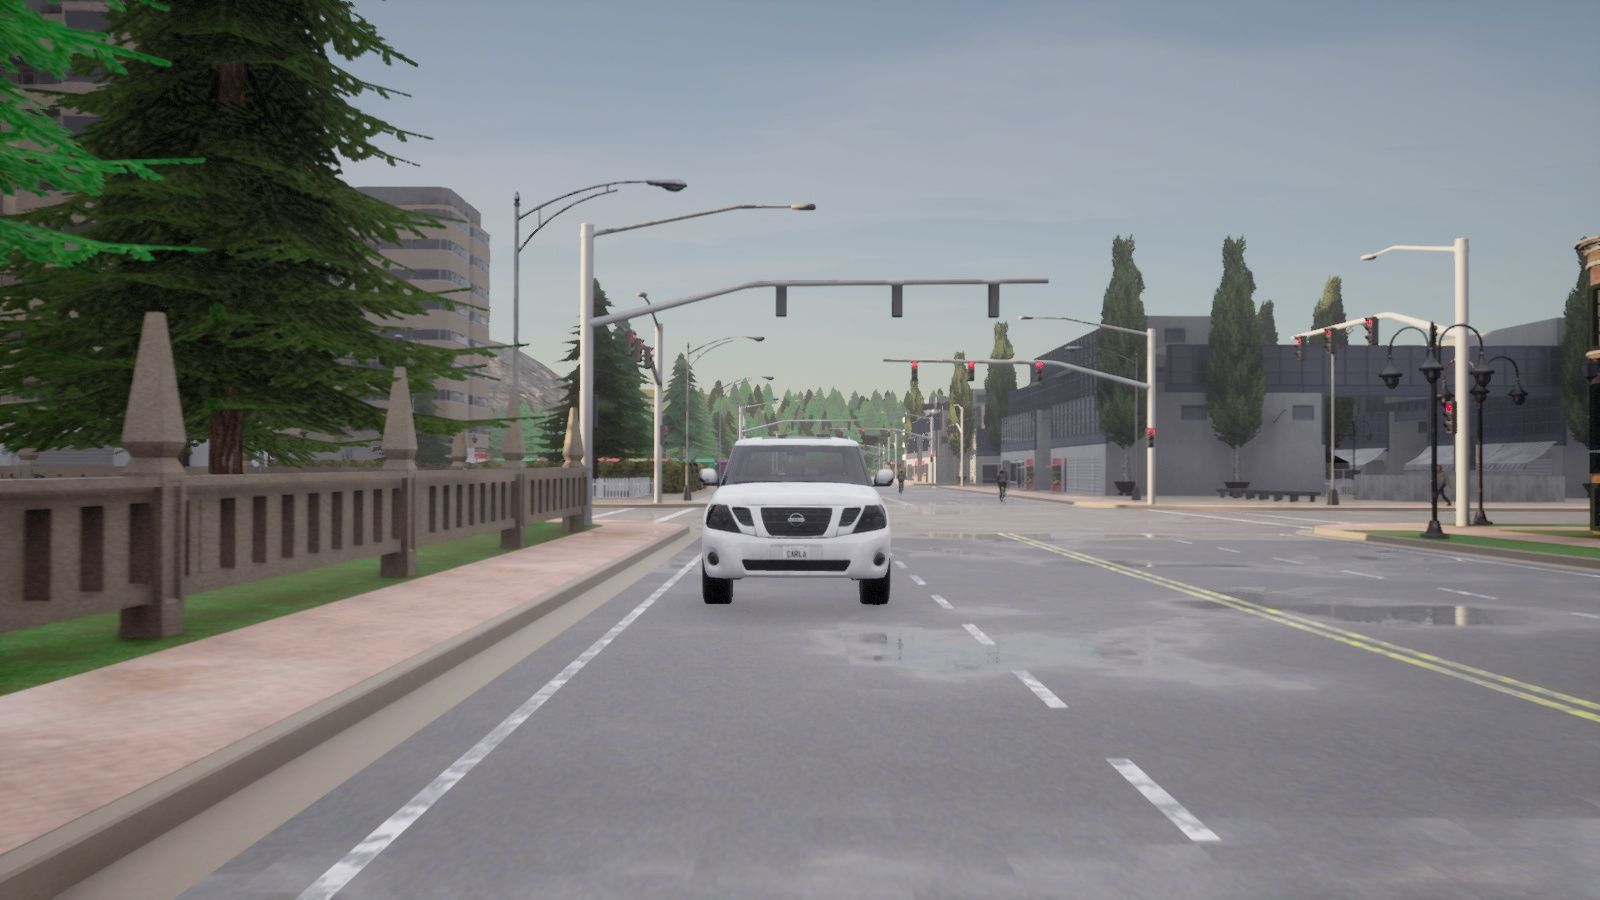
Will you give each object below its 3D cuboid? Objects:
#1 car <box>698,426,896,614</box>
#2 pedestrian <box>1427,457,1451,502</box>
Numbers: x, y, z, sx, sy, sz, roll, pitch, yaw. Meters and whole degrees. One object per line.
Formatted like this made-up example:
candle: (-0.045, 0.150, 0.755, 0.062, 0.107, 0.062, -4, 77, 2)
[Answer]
car: (-0.040, 0.809, 16.494, 2.150, 2.045, 5.566, 0, -1, 0)
pedestrian: (27.335, 1.262, 53.705, 0.788, 1.949, 0.423, 0, -1, -7)
